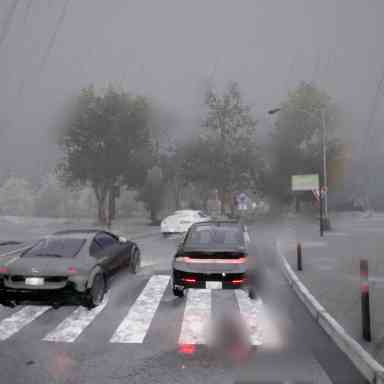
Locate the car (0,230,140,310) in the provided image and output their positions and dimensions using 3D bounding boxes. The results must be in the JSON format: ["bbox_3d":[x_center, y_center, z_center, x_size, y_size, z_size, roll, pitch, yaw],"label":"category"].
[{"bbox_3d":[-2.621,1.585,7.975,1.994,1.385,4.181,-1,0,6],"label":"car"}]

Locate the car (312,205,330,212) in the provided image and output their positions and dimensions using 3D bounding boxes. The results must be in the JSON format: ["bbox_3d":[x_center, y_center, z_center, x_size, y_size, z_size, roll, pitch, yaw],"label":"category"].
[{"bbox_3d":[23.530,3.105,62.003,2.128,1.511,4.902,2,-5,-24],"label":"car"}]

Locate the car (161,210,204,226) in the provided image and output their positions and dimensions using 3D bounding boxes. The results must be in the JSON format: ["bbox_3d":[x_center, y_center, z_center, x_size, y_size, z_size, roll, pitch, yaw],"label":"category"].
[{"bbox_3d":[-0.059,1.727,18.412,1.812,1.442,4.674,-2,-3,23],"label":"car"}]

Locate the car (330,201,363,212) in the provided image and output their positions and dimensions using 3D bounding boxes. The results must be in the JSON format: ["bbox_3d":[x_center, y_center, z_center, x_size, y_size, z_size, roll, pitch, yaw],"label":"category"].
[{"bbox_3d":[27.993,2.643,59.507,2.150,2.045,5.566,1,-4,-14],"label":"car"}]

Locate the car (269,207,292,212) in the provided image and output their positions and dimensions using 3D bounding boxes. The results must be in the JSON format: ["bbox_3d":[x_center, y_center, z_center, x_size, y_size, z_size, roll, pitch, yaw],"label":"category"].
[{"bbox_3d":[19.126,4.001,72.499,4.718,1.301,1.895,-3,-5,37],"label":"car"}]

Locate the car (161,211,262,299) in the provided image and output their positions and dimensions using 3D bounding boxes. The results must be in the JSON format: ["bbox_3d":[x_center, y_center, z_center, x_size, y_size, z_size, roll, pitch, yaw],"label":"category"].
[{"bbox_3d":[0.675,1.485,8.497,2.128,1.511,4.902,-1,0,7],"label":"car"}]
